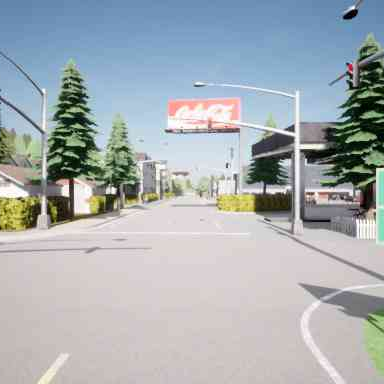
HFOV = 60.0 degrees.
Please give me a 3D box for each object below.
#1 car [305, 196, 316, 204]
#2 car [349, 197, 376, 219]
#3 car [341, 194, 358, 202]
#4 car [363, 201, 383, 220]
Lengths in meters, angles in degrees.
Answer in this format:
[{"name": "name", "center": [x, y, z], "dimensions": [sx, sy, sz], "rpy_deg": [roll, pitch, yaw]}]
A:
[{"name": "car", "center": [22.445, 1.552, 64.038], "dimensions": [1.970, 1.475, 3.806], "rpy_deg": [0, 0, 0]}, {"name": "car", "center": [14.346, 1.505, 24.964], "dimensions": [3.866, 1.878, 1.905], "rpy_deg": [0, 0, 0]}, {"name": "car", "center": [34.842, 1.489, 71.841], "dimensions": [2.007, 1.523, 4.514], "rpy_deg": [0, 0, 0]}, {"name": "car", "center": [18.668, 1.672, 30.638], "dimensions": [4.611, 1.667, 2.242], "rpy_deg": [0, 0, 0]}]
